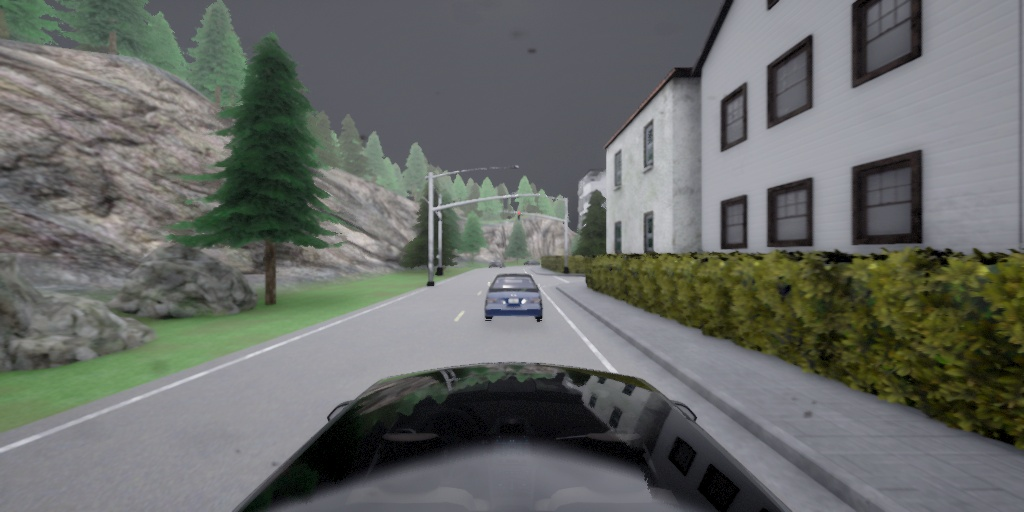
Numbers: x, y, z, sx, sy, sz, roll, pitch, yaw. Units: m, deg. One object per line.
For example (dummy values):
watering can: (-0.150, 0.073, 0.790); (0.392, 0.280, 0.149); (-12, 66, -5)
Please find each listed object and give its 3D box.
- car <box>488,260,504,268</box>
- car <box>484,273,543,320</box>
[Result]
car: (-2.599, 1.360, 60.413); (1.994, 1.385, 4.181); (0, 0, 12)
car: (0.064, 1.306, 12.574); (2.033, 1.411, 5.357); (0, 0, 0)
